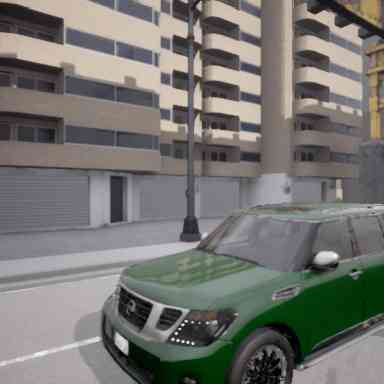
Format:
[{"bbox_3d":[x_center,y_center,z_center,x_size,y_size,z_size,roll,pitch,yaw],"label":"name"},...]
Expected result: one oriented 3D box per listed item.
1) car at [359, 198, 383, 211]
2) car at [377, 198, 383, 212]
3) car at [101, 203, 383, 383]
[{"bbox_3d":[19.624,1.286,34.404,1.853,1.218,4.536,0,0,-10],"label":"car"},{"bbox_3d":[23.220,1.443,36.484,4.974,1.542,2.038,0,0,35],"label":"car"},{"bbox_3d":[1.526,1.220,5.059,5.566,2.045,2.150,0,0,-35],"label":"car"}]
